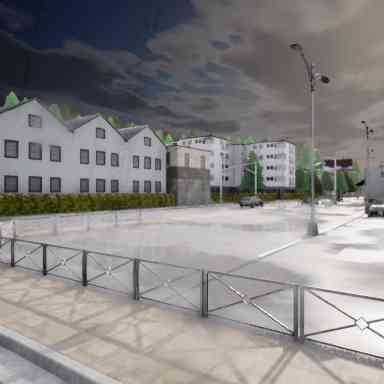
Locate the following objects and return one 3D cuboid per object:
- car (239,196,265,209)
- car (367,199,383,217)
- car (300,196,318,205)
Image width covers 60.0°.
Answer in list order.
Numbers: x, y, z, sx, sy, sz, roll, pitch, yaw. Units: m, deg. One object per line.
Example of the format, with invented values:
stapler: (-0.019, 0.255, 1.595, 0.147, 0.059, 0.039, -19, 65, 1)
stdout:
car: (7.699, 1.299, 42.389, 2.128, 1.511, 4.902, 0, 0, 34)
car: (15.428, 1.298, 26.805, 2.007, 1.523, 4.514, 0, 0, 35)
car: (20.705, 1.460, 59.026, 1.994, 1.385, 4.181, -2, 2, -1)
